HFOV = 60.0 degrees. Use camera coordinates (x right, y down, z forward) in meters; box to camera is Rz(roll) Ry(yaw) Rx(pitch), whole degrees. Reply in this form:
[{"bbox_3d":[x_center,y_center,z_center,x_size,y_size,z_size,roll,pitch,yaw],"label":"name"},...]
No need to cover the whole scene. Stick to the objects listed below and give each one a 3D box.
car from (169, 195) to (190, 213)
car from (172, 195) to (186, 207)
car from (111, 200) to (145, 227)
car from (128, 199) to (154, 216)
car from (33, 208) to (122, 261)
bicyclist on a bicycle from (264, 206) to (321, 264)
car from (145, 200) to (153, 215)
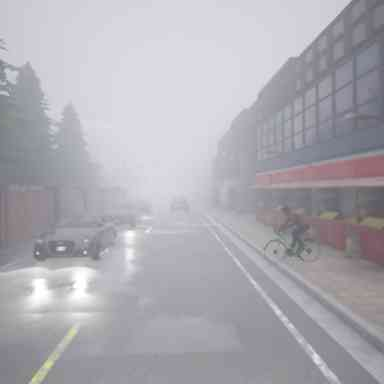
[{"bbox_3d":[-1.278,1.284,34.222,2.128,1.511,4.902,0,0,-2],"label":"car"},{"bbox_3d":[-1.841,1.192,47.731,1.882,1.535,5.008,0,0,-2],"label":"car"},{"bbox_3d":[-4.415,1.404,21.621,1.837,1.490,4.892,0,0,-2],"label":"car"},{"bbox_3d":[-4.794,1.440,31.748,1.895,1.301,4.718,0,0,-2],"label":"car"},{"bbox_3d":[-4.024,1.520,12.070,1.994,1.385,4.181,0,0,-2],"label":"car"},{"bbox_3d":[2.836,1.220,9.432,1.656,1.620,0.582,-1,0,-2],"label":"bicyclist on a bicycle"},{"bbox_3d":[-4.550,1.033,27.145,1.994,1.385,4.181,0,0,-2],"label":"car"}]
